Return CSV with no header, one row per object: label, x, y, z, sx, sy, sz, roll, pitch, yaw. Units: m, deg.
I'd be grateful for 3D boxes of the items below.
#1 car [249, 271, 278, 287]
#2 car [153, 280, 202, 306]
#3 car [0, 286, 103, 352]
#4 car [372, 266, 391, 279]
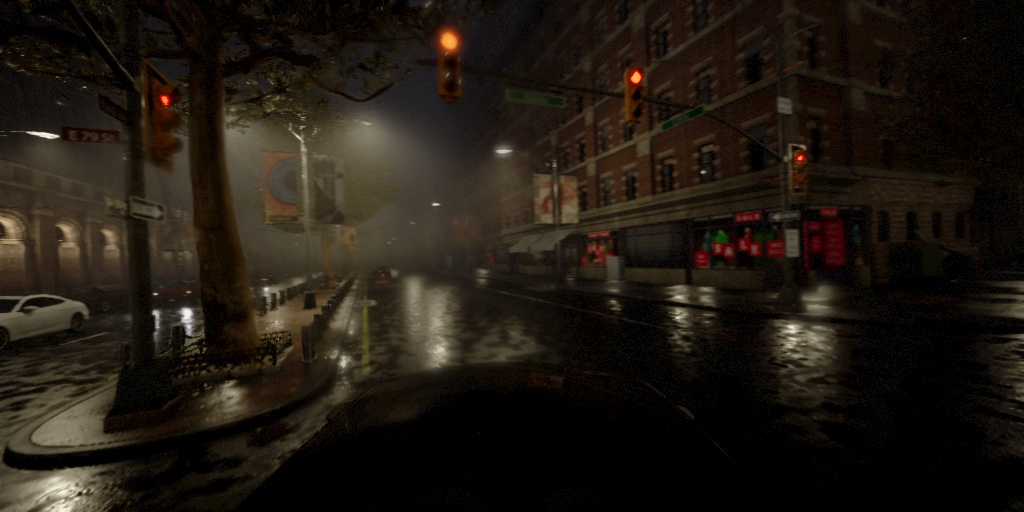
car,-25.704,2.305,37.068,1.837,1.490,4.892,-2,0,-22
car,-19.473,2.150,21.671,1.895,1.301,4.718,-2,0,-22
car,-14.936,1.893,10.533,1.812,1.442,4.674,-2,0,-22
car,-15.116,1.858,41.668,1.837,1.490,4.892,-2,0,-22
